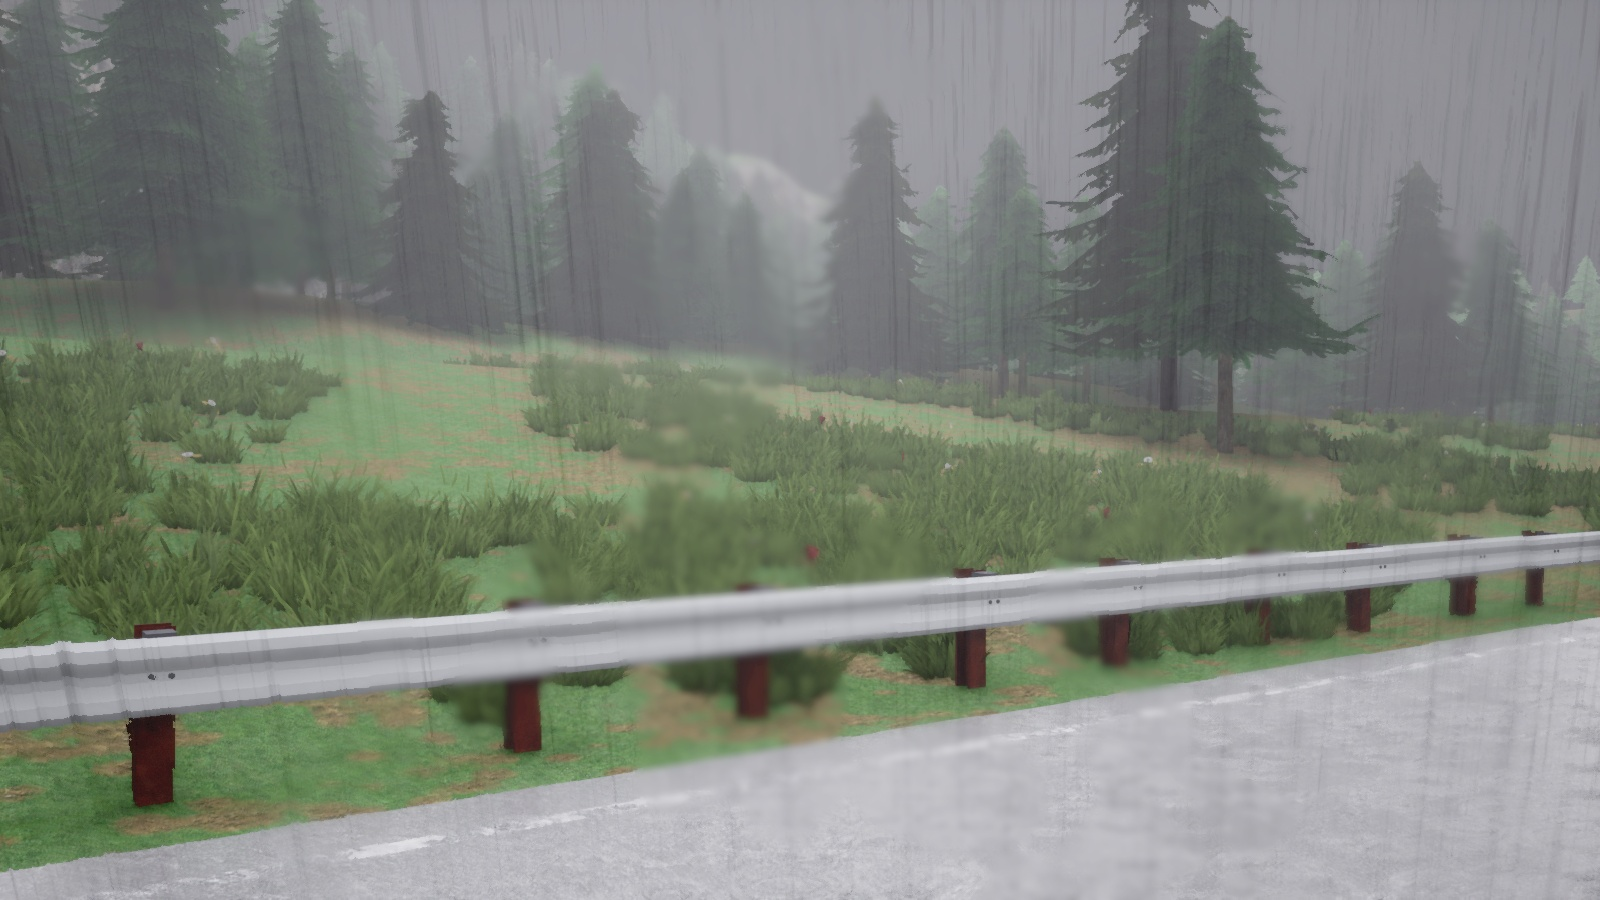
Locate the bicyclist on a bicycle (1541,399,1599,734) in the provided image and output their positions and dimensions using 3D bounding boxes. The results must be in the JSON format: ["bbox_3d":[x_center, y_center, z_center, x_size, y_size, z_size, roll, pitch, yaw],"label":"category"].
[{"bbox_3d":[5.017,0.622,7.153,1.843,1.776,0.659,0,0,-35],"label":"bicyclist on a bicycle"}]
